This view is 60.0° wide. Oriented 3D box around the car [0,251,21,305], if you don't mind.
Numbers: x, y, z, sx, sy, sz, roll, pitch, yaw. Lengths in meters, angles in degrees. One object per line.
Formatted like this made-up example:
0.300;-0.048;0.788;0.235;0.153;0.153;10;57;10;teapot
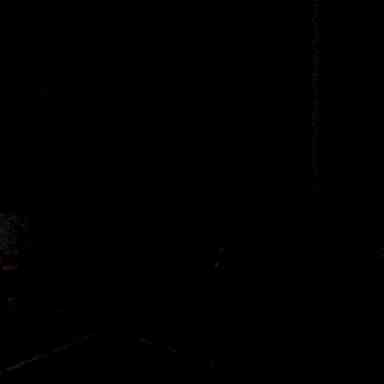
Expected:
-5.229;1.488;6.696;4.507;1.381;1.887;0;0;36;car
